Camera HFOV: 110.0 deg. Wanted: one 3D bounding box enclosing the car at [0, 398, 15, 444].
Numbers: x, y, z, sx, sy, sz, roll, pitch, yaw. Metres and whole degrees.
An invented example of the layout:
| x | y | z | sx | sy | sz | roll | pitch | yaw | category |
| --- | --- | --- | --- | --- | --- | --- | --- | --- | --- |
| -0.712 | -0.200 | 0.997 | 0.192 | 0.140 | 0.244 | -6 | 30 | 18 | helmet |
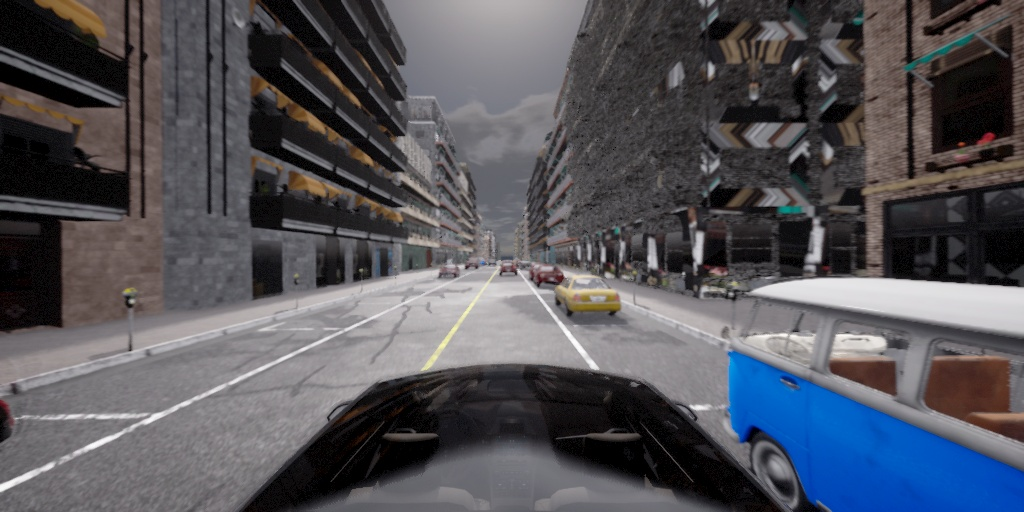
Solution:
| x | y | z | sx | sy | sz | roll | pitch | yaw | category |
| --- | --- | --- | --- | --- | --- | --- | --- | --- | --- |
| -5.654 | 1.246 | 1.522 | 1.967 | 1.591 | 4.097 | 0 | 0 | -1 | car |

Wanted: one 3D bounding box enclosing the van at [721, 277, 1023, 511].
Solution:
| x | y | z | sx | sy | sz | roll | pitch | yaw | category |
| --- | --- | --- | --- | --- | --- | --- | --- | --- | --- |
| 2.726 | 1.064 | 1.620 | 1.690 | 1.789 | 3.998 | 0 | 0 | -1 | van |

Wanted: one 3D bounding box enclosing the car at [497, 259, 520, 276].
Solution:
| x | y | z | sx | sy | sz | roll | pitch | yaw | category |
| --- | --- | --- | --- | --- | --- | --- | --- | --- | --- |
| -0.387 | 1.313 | 38.765 | 1.812 | 1.442 | 4.674 | -1 | 0 | -1 | car |

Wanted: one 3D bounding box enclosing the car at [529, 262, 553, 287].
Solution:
| x | y | z | sx | sy | sz | roll | pitch | yaw | category |
| --- | --- | --- | --- | --- | --- | --- | --- | --- | --- |
| 2.412 | 1.283 | 24.262 | 1.888 | 1.381 | 4.507 | 0 | 0 | -1 | car |

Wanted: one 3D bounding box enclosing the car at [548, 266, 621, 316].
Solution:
| x | y | z | sx | sy | sz | roll | pitch | yaw | category |
| --- | --- | --- | --- | --- | --- | --- | --- | --- | --- |
| 2.566 | 1.252 | 13.112 | 1.751 | 1.417 | 4.829 | 0 | 0 | -1 | car |

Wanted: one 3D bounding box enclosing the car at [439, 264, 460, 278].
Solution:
| x | y | z | sx | sy | sz | roll | pitch | yaw | category |
| --- | --- | --- | --- | --- | --- | --- | --- | --- | --- |
| -6.125 | 1.421 | 35.489 | 1.802 | 1.307 | 4.207 | 0 | 0 | -1 | car |

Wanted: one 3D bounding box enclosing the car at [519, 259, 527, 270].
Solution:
| x | y | z | sx | sy | sz | roll | pitch | yaw | category |
| --- | --- | --- | --- | --- | --- | --- | --- | --- | --- |
| 2.019 | 1.336 | 52.571 | 2.007 | 1.370 | 4.403 | 0 | 0 | -1 | car |

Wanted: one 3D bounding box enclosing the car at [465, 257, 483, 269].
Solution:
| x | y | z | sx | sy | sz | roll | pitch | yaw | category |
| --- | --- | --- | --- | --- | --- | --- | --- | --- | --- |
| -6.440 | 1.192 | 58.137 | 2.192 | 1.841 | 5.009 | 0 | 0 | -1 | car |

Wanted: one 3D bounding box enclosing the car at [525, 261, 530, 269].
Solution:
| x | y | z | sx | sy | sz | roll | pitch | yaw | category |
| --- | --- | --- | --- | --- | --- | --- | --- | --- | --- |
| 2.333 | 1.292 | 29.923 | 1.888 | 1.381 | 4.507 | 0 | 0 | -1 | car |
